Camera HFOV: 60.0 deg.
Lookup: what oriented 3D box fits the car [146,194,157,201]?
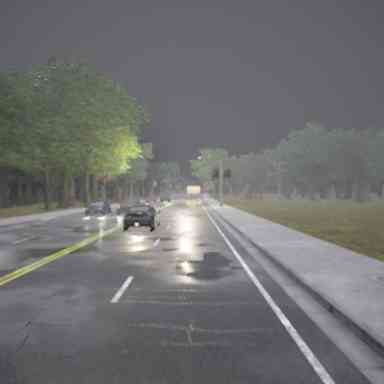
[{"bbox_3d":[-9.211,1.398,75.560,2.150,2.045,5.566,0,0,1],"label":"car"}]

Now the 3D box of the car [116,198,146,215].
[{"bbox_3d":[-6.478,1.480,34.806,2.097,1.767,4.553,0,0,1],"label":"car"}]

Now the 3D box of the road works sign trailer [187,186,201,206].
[{"bbox_3d":[0.310,0.667,57.828,2.380,3.560,2.880,0,0,1],"label":"road works sign trailer"}]

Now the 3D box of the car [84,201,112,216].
[{"bbox_3d":[-9.729,1.654,34.890,1.812,1.442,4.674,0,0,1],"label":"car"}]

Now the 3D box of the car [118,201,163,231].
[{"bbox_3d":[-3.108,1.580,21.201,1.837,1.490,4.892,0,0,0],"label":"car"}]

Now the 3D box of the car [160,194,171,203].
[{"bbox_3d":[-5.967,1.402,75.095,2.150,2.045,5.566,0,0,1],"label":"car"}]
